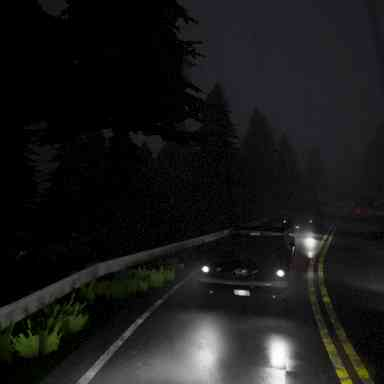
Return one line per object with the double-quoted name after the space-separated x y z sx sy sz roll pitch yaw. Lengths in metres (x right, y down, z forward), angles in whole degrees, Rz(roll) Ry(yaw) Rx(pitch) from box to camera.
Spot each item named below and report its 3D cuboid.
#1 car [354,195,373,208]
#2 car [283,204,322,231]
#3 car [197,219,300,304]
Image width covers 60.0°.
20.775 1.057 40.189 2.128 1.511 4.902 -2 0 28 "car"
6.774 1.459 20.106 2.033 1.411 5.357 -2 0 26 "car"
1.629 1.599 8.436 1.895 1.301 4.718 -1 0 18 "car"
